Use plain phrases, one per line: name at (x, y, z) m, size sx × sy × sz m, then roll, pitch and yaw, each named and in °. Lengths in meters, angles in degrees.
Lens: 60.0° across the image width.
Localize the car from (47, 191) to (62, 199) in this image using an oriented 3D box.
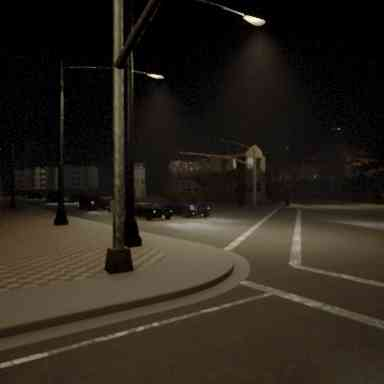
car at (-26.966, 0.623, 65.114) m, size 1.812 × 1.442 × 4.674 m, roll 0°, pitch 1°, yaw -36°

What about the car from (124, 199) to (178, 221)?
car at (-3.431, 1.502, 26.480) m, size 1.895 × 1.301 × 4.718 m, roll 0°, pitch 0°, yaw -37°

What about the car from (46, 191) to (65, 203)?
car at (-20.561, 0.866, 50.150) m, size 1.837 × 1.490 × 4.892 m, roll 0°, pitch 2°, yaw -36°

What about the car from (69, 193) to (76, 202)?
car at (-17.823, 0.907, 52.340) m, size 1.994 × 1.385 × 4.181 m, roll 0°, pitch 2°, yaw -36°

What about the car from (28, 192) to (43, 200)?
car at (-29.575, 0.655, 62.750) m, size 2.033 × 1.411 × 5.357 m, roll 0°, pitch 1°, yaw -36°

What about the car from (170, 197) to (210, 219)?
car at (-0.475, 1.240, 28.358) m, size 2.097 × 1.767 × 4.553 m, roll 0°, pitch 0°, yaw -36°

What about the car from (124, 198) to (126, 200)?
car at (-8.552, 1.345, 39.512) m, size 1.895 × 1.301 × 4.718 m, roll 0°, pitch 1°, yaw -36°

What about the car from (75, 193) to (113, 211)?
car at (-10.861, 1.127, 36.730) m, size 2.097 × 1.767 × 4.553 m, roll 0°, pitch 1°, yaw -36°
